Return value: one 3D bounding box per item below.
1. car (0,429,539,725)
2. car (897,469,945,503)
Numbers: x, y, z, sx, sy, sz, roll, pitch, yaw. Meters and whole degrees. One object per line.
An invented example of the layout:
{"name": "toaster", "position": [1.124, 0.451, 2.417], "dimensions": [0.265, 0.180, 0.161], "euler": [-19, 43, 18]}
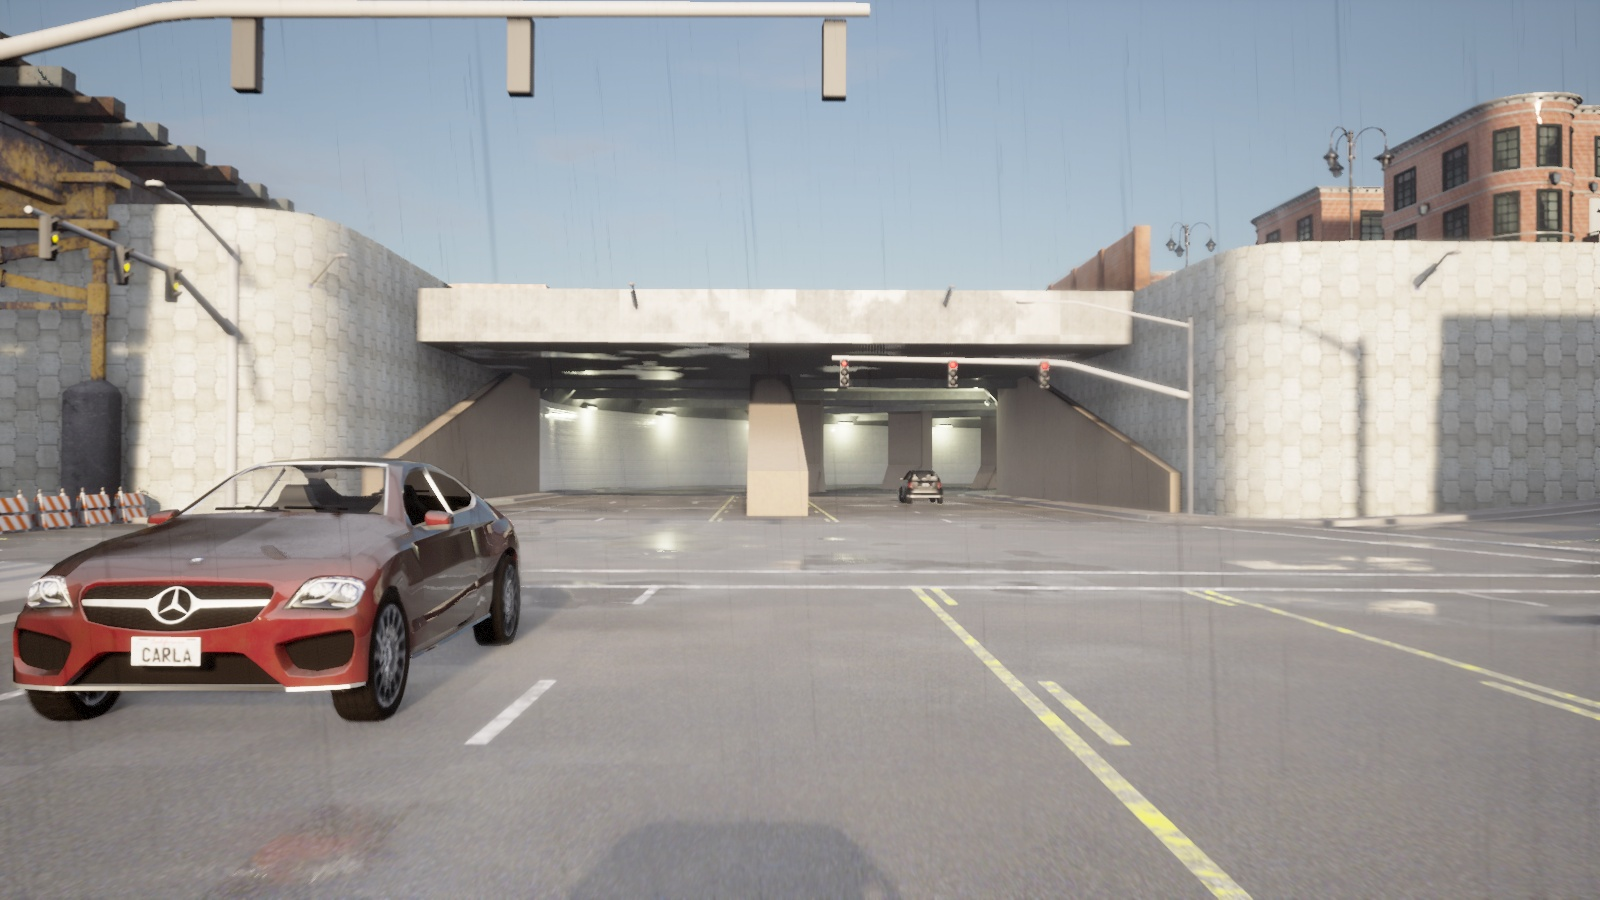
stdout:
{"name": "car", "position": [-3.571, 0.749, 9.572], "dimensions": [2.152, 1.651, 5.027], "euler": [0, -1, 0]}
{"name": "car", "position": [5.592, 1.650, 58.374], "dimensions": [1.789, 1.549, 3.705], "euler": [0, -1, -2]}
